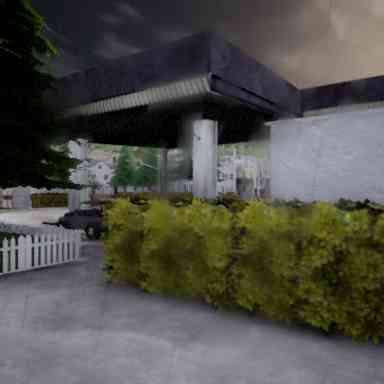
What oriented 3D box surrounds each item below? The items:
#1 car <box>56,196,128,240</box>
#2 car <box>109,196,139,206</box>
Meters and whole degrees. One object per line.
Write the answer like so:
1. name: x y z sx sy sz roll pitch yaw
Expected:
1. car: -4.979 1.296 16.659 3.866 1.878 1.905 0 0 35
2. car: -10.849 1.455 53.240 4.892 1.490 1.837 0 0 35
